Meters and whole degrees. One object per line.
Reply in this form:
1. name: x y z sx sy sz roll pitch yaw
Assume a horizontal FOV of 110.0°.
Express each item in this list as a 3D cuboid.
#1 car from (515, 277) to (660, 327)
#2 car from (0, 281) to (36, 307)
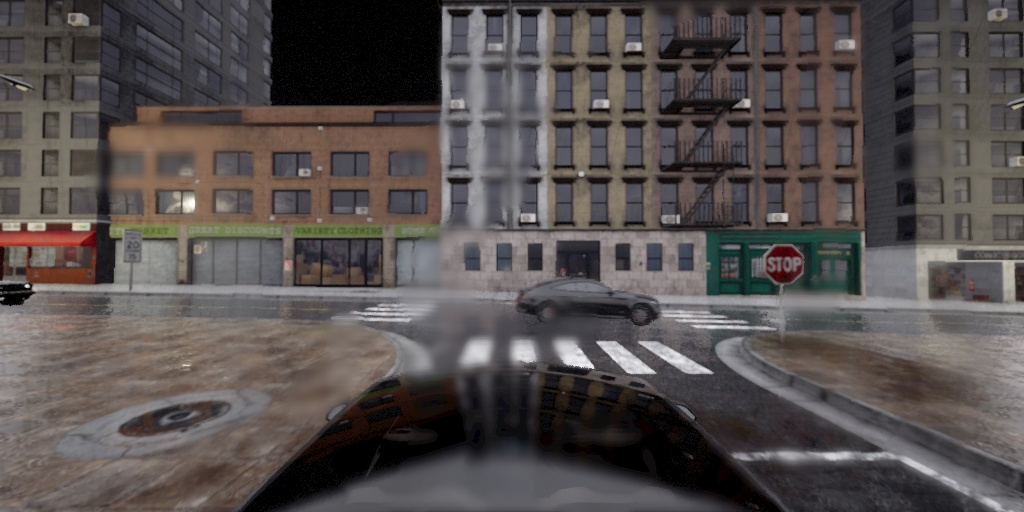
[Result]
1. car: 2.427 1.437 11.853 4.674 1.442 1.812 1 -1 0
2. car: -19.284 1.101 11.982 4.718 1.301 1.895 1 -1 0
